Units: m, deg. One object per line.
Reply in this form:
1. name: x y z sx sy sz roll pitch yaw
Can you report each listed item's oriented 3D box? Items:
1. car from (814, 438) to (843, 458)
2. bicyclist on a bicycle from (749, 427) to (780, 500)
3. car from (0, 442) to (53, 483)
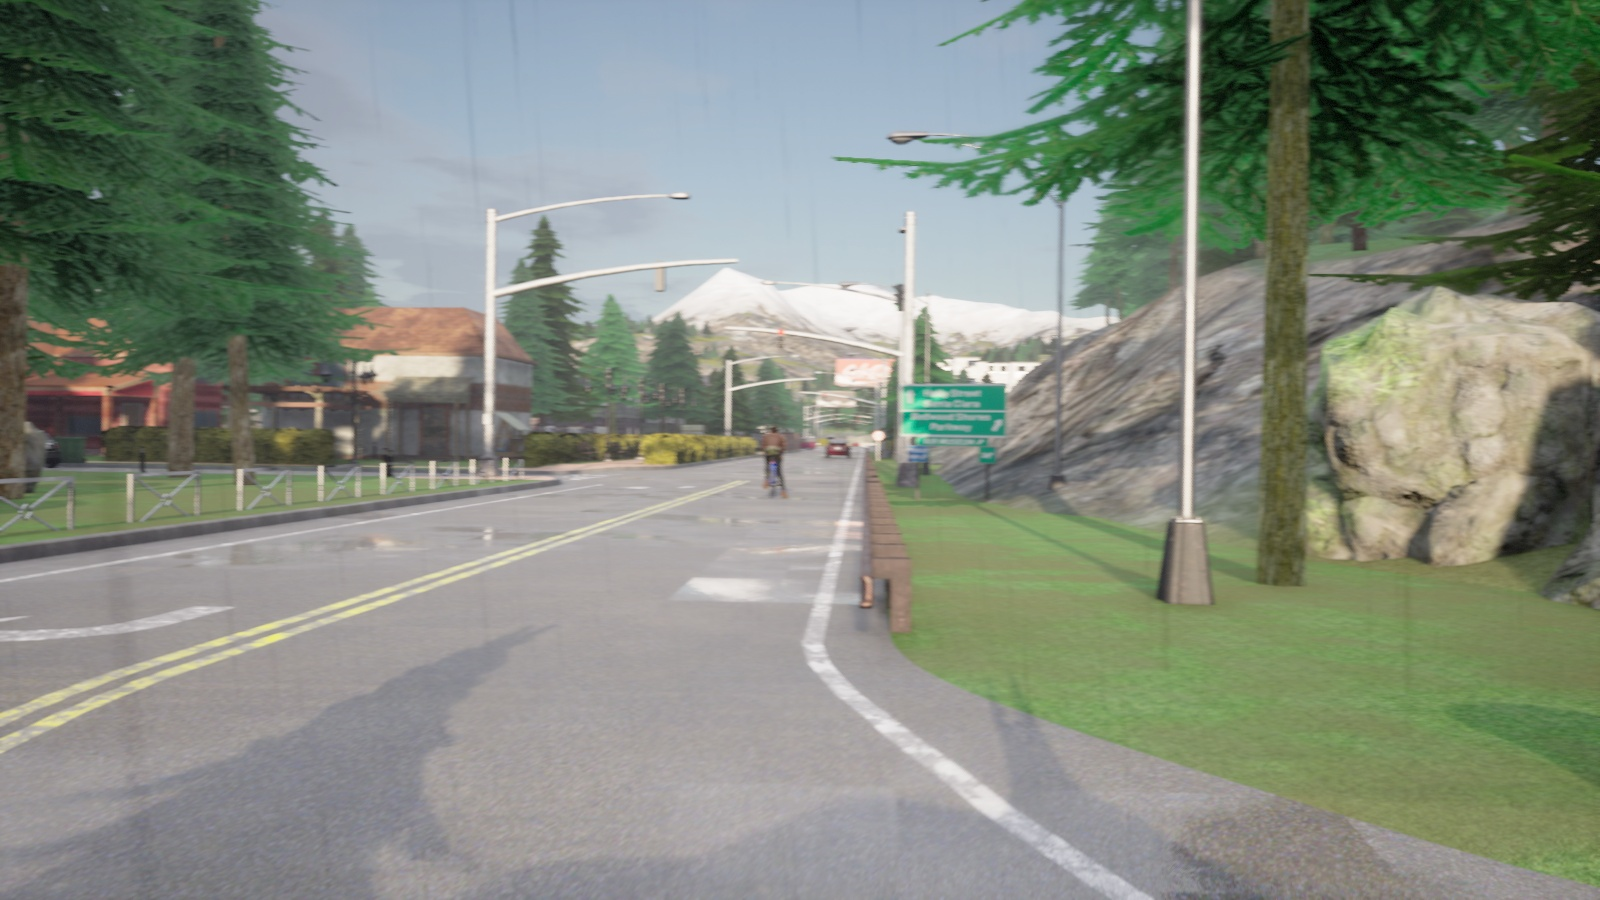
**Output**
1. car: 2.292 -0.163 98.917 2.163 1.488 4.792 0 0 2
2. bicyclist on a bicycle: -0.794 0.296 28.441 0.582 1.620 1.656 0 0 3
3. car: -30.286 0.449 46.732 3.806 1.475 1.970 0 0 3
